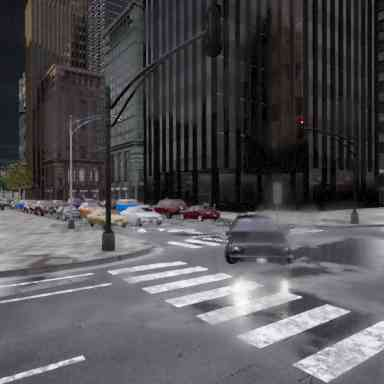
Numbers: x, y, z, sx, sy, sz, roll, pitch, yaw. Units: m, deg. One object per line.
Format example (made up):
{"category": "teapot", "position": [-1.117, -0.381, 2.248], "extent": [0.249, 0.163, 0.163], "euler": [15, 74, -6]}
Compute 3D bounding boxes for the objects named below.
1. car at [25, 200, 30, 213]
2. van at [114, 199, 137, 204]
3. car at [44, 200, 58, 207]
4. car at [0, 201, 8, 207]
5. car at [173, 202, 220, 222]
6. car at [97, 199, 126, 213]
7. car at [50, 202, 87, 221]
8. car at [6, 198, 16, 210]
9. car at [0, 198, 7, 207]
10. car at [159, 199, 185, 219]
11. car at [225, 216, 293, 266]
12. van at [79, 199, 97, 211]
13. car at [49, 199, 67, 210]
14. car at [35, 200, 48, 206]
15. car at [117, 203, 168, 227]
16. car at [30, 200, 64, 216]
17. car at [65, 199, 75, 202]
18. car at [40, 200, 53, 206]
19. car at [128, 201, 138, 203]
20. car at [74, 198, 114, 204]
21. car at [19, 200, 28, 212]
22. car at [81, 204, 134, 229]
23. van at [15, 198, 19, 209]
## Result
{"category": "car", "position": [-20.516, 2.196, 44.437], "extent": [1.887, 1.381, 4.507], "euler": [-1, 0, -35]}
{"category": "van", "position": [-8.240, 1.833, 41.899], "extent": [1.690, 1.788, 3.998], "euler": [-1, 0, -35]}
{"category": "car", "position": [-31.714, 2.595, 74.936], "extent": [1.947, 1.339, 4.313], "euler": [-1, 0, -35]}
{"category": "car", "position": [-44.385, 2.771, 78.056], "extent": [1.802, 1.307, 4.206], "euler": [-1, 0, -35]}
{"category": "car", "position": [0.586, 1.829, 29.445], "extent": [1.887, 1.381, 4.507], "euler": [-1, 0, -35]}
{"category": "car", "position": [-11.180, 1.876, 46.051], "extent": [2.192, 1.841, 5.009], "euler": [-1, 0, -35]}
{"category": "car", "position": [-12.030, 2.004, 32.485], "extent": [2.008, 1.369, 4.403], "euler": [-1, 0, -35]}
{"category": "car", "position": [-31.935, 2.354, 60.517], "extent": [1.967, 1.590, 4.097], "euler": [-1, 0, -35]}
{"category": "car", "position": [-41.273, 2.666, 73.672], "extent": [1.887, 1.381, 4.507], "euler": [-1, 0, -35]}
{"category": "car", "position": [-2.360, 1.669, 33.597], "extent": [2.192, 1.841, 5.009], "euler": [-1, 0, -35]}
{"category": "car", "position": [2.244, 1.566, 11.940], "extent": [2.033, 1.411, 5.357], "euler": [0, -1, 6]}
{"category": "van", "position": [-17.060, 2.038, 54.353], "extent": [1.690, 1.788, 3.998], "euler": [-1, 0, -35]}
{"category": "car", "position": [-24.054, 2.171, 59.569], "extent": [2.097, 1.767, 4.553], "euler": [0, -1, -35]}
{"category": "car", "position": [-37.738, 2.710, 83.420], "extent": [2.008, 1.369, 4.403], "euler": [-1, 0, -35]}
{"category": "car", "position": [-4.023, 1.831, 25.817], "extent": [1.812, 1.442, 4.674], "euler": [0, -1, -35]}
{"category": "car", "position": [-17.693, 1.901, 40.453], "extent": [2.192, 1.841, 5.009], "euler": [-1, 0, -35]}
{"category": "car", "position": [-17.678, 2.117, 45.115], "extent": [2.128, 1.511, 4.902], "euler": [0, -1, -35]}
{"category": "car", "position": [-34.726, 2.661, 79.178], "extent": [1.947, 1.339, 4.313], "euler": [-1, 0, -35]}
{"category": "car", "position": [-5.294, 2.005, 37.748], "extent": [1.802, 1.307, 4.206], "euler": [-1, 0, -35]}
{"category": "car", "position": [-10.211, 1.805, 34.543], "extent": [2.097, 1.767, 4.553], "euler": [0, -1, -35]}
{"category": "car", "position": [-23.347, 2.157, 48.420], "extent": [1.967, 1.590, 4.097], "euler": [-1, 0, -35]}
{"category": "car", "position": [-6.276, 1.843, 24.379], "extent": [1.752, 1.417, 4.829], "euler": [-1, 0, -35]}
{"category": "van", "position": [-26.177, 2.123, 52.404], "extent": [1.690, 1.788, 3.998], "euler": [-1, 0, -35]}
